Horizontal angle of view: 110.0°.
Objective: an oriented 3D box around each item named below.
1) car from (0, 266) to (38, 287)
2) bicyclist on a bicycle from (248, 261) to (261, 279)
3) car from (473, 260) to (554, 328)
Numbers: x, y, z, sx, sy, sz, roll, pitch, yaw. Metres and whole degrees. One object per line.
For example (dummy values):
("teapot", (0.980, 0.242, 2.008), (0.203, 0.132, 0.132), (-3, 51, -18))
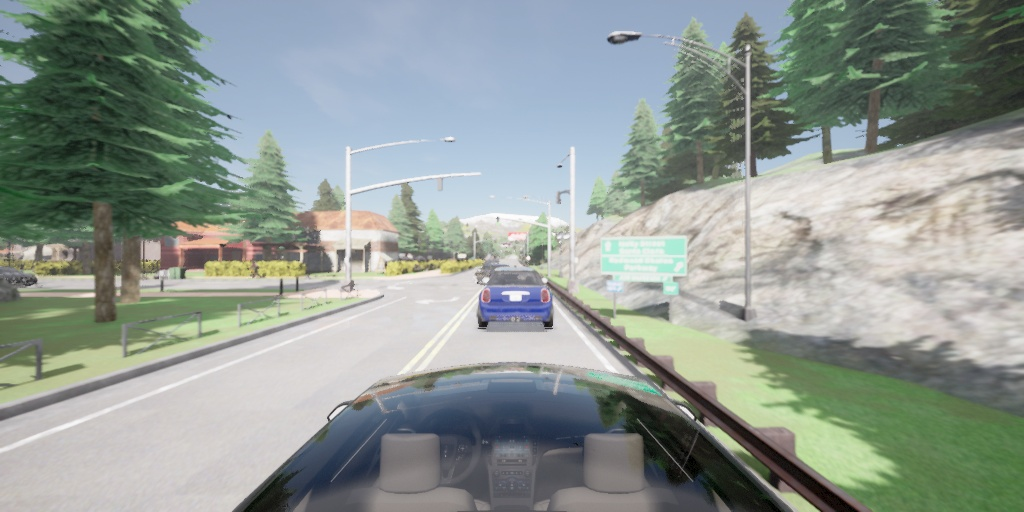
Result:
("car", (-36.478, 1.460, 25.204), (4.892, 1.490, 1.837), (0, 0, 3))
("bicyclist on a bicycle", (-23.261, 1.273, 32.374), (0.582, 1.620, 1.656), (0, 0, 0))
("car", (0.104, 1.123, 11.583), (2.097, 1.767, 4.553), (0, 0, 0))
